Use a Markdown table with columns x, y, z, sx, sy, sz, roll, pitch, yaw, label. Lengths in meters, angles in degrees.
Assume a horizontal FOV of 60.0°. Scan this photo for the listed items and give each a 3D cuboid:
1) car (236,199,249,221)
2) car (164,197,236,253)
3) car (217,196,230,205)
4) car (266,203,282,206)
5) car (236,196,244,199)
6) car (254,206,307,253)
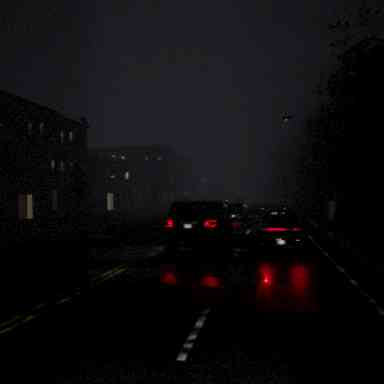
| x | y | z | sx | sy | sz | roll | pitch | yaw | label |
| --- | --- | --- | --- | --- | --- | --- | --- | --- | --- |
| 3.869 | 1.689 | 29.423 | 1.837 | 1.490 | 4.892 | -1 | 0 | 13 | car |
| 0.451 | 1.324 | 14.532 | 2.150 | 2.045 | 5.566 | -1 | 0 | 13 | car |
| 6.835 | 1.820 | 71.517 | 2.097 | 1.767 | 4.553 | -1 | 0 | 13 | car |
| 6.961 | 1.682 | 28.379 | 2.033 | 1.411 | 5.357 | -1 | 0 | 13 | car |
| 10.002 | 1.776 | 70.792 | 2.097 | 1.767 | 4.553 | -1 | 0 | 13 | car |
| 3.682 | 1.557 | 14.052 | 2.128 | 1.511 | 4.902 | -1 | 0 | 13 | car |
